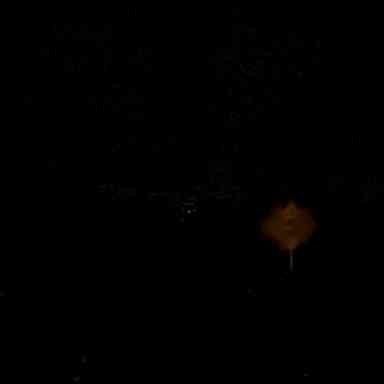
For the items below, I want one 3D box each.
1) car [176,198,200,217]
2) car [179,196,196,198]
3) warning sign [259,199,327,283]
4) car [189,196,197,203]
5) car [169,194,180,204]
[{"bbox_3d":[-0.257,1.547,31.534,1.812,1.442,4.674,0,0,0],"label":"car"},{"bbox_3d":[-0.417,1.613,46.627,1.994,1.385,4.181,0,0,0],"label":"car"},{"bbox_3d":[2.379,1.114,7.991,1.300,1.860,1.060,0,0,-1],"label":"warning sign"},{"bbox_3d":[0.148,1.644,78.167,1.801,1.575,5.366,0,0,-1],"label":"car"},{"bbox_3d":[-3.465,1.367,68.613,2.150,2.045,5.566,0,0,-1],"label":"car"}]
